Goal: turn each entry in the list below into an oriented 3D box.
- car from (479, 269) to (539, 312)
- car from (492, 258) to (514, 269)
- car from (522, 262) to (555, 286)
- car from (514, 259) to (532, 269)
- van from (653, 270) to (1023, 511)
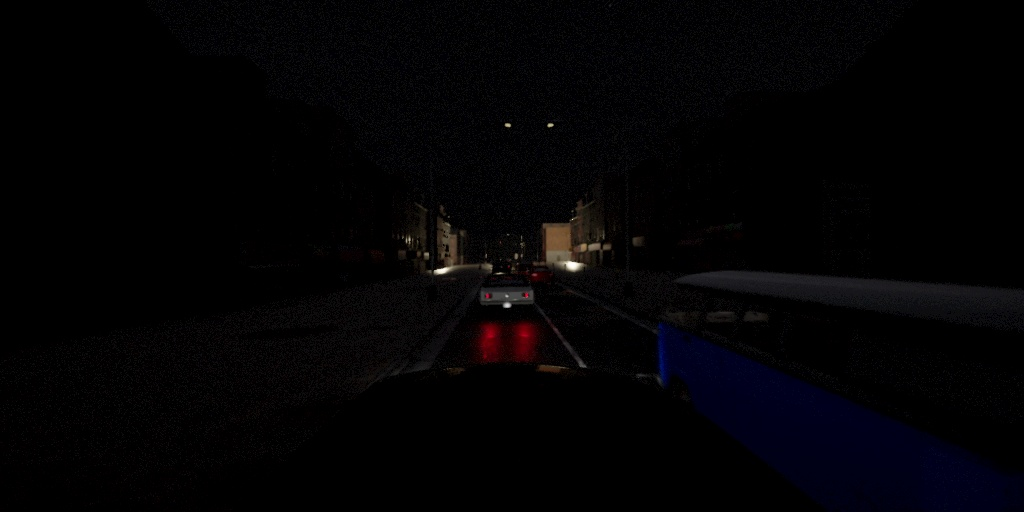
[{"bbox_3d":[-0.241,1.355,14.179,1.895,1.301,4.718,-1,0,-2],"label":"car"},{"bbox_3d":[-1.143,1.160,39.253,2.097,1.767,4.553,-1,0,-2],"label":"car"},{"bbox_3d":[1.927,1.319,24.778,1.802,1.307,4.207,0,0,-2],"label":"car"},{"bbox_3d":[1.654,1.262,43.685,1.882,1.535,5.008,-1,0,-2],"label":"car"},{"bbox_3d":[2.667,1.054,2.923,1.690,1.789,3.998,0,0,-2],"label":"van"}]
